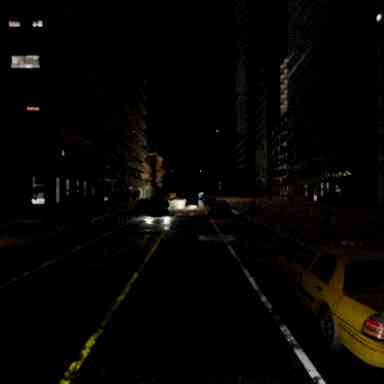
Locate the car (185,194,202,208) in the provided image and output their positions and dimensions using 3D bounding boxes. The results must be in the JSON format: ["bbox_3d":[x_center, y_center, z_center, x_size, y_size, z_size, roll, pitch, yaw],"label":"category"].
[{"bbox_3d":[0.015,1.373,47.372,1.882,1.535,5.008,0,0,0],"label":"car"}]

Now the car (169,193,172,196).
[{"bbox_3d":[-5.664,1.382,66.861,1.752,1.417,4.829,1,0,0],"label":"car"}]

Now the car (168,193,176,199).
[{"bbox_3d":[-5.655,1.117,94.878,2.192,1.841,5.009,1,0,0],"label":"car"}]

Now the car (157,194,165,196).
[{"bbox_3d":[-5.668,1.455,50.322,1.947,1.339,4.313,1,0,0],"label":"car"}]

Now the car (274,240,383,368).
[{"bbox_3d":[2.703,1.511,5.932,1.752,1.417,4.829,1,0,0],"label":"car"}]

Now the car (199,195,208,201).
[{"bbox_3d":[2.718,1.415,78.166,1.802,1.307,4.206,1,0,0],"label":"car"}]

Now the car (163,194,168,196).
[{"bbox_3d":[-5.667,1.429,55.891,2.008,1.369,4.403,1,0,0],"label":"car"}]

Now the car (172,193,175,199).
[{"bbox_3d":[-5.662,1.385,78.169,2.008,1.369,4.403,1,0,0],"label":"car"}]

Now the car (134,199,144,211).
[{"bbox_3d":[-5.671,1.457,39.182,1.887,1.381,4.507,1,0,0],"label":"car"}]

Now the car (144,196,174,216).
[{"bbox_3d":[-3.091,1.406,31.846,1.882,1.535,5.008,0,0,0],"label":"car"}]

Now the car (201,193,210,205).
[{"bbox_3d":[2.714,1.329,50.319,1.967,1.590,4.097,1,0,0],"label":"car"}]

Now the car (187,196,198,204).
[{"bbox_3d":[0.013,1.470,60.251,1.895,1.301,4.718,0,0,0],"label":"car"}]

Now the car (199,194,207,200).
[{"bbox_3d":[2.720,1.348,83.906,1.752,1.417,4.829,1,0,0],"label":"car"}]

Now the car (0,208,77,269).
[{"bbox_3d":[-5.676,1.500,11.164,1.752,1.417,4.829,1,0,0],"label":"car"}]

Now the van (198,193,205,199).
[{"bbox_3d":[2.725,1.143,94.876,1.690,1.788,3.998,1,0,0],"label":"van"}]

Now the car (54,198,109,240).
[{"bbox_3d":[-5.672,1.276,16.904,2.192,1.841,5.009,1,0,0],"label":"car"}]

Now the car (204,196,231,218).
[{"bbox_3d":[2.367,1.410,29.724,1.882,1.535,5.008,0,0,0],"label":"car"}]
